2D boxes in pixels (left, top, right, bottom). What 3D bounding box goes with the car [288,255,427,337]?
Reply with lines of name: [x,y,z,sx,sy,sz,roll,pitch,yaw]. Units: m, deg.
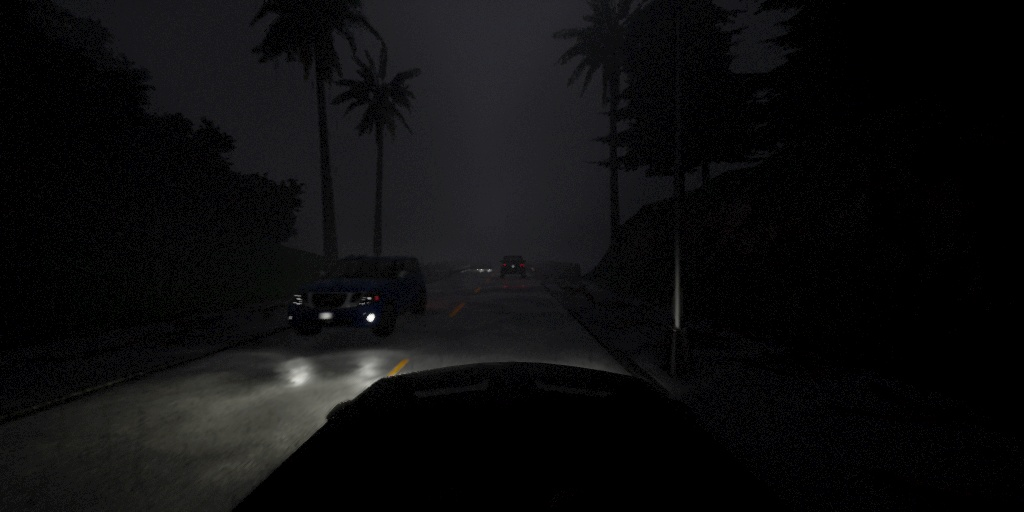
car: [-4.099,0.975,10.665,2.150,2.045,5.566,0,0,0]

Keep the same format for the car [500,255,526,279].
car: [0.098,0.975,33.273,2.150,2.045,5.566,0,0,0]

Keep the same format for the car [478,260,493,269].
car: [-4.039,1.321,54.708,1.994,1.385,4.181,0,0,1]
